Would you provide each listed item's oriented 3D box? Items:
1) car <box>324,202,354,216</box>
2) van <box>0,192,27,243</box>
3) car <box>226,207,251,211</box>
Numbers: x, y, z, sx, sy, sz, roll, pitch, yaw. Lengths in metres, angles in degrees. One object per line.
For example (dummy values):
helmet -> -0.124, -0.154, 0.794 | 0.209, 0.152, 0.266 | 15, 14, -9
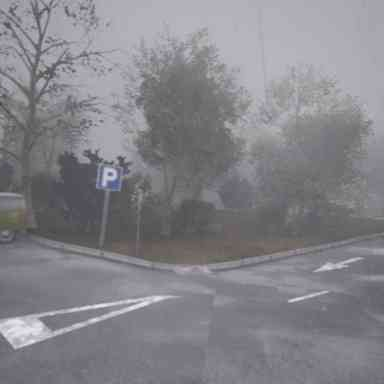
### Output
car -> 19.719, 2.313, 46.746 | 2.150, 2.045, 5.566 | 3, -1, -45
van -> -8.734, 0.936, 12.467 | 4.442, 1.987, 1.878 | 3, -1, -44
car -> 7.810, 2.351, 53.222 | 5.008, 1.535, 1.882 | 1, -3, 26
